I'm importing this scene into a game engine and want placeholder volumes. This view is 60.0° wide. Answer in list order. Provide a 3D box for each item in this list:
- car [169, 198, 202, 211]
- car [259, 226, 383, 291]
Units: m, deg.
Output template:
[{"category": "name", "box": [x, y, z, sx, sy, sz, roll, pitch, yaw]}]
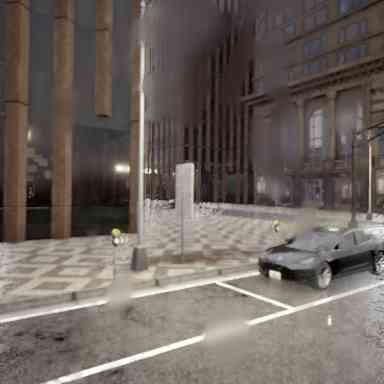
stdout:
[{"category": "car", "box": [-0.841, 1.324, 36.333, 1.812, 1.442, 4.674, 1, 0, -36]}, {"category": "car", "box": [3.799, 1.667, 9.345, 4.313, 1.339, 1.947, 1, 0, -35]}]
